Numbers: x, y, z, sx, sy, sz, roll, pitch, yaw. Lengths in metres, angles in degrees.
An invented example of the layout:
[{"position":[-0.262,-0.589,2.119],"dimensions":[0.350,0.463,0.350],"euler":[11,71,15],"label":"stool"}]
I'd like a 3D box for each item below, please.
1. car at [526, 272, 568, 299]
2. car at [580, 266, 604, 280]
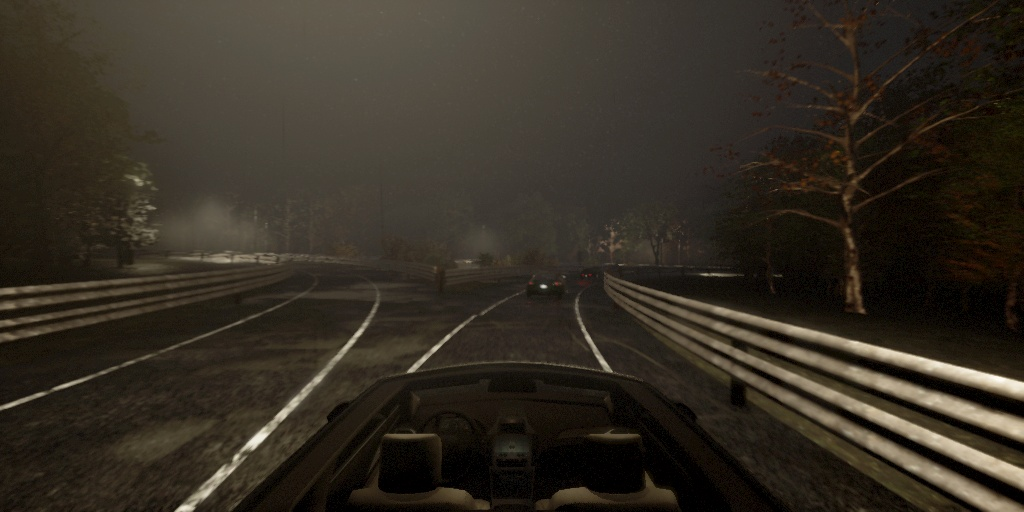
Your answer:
[{"position":[2.056,1.570,20.345],"dimensions":[1.994,1.385,4.181],"euler":[1,0,12],"label":"car"},{"position":[9.050,1.862,40.140],"dimensions":[1.837,1.490,4.892],"euler":[-2,-2,29],"label":"car"}]
